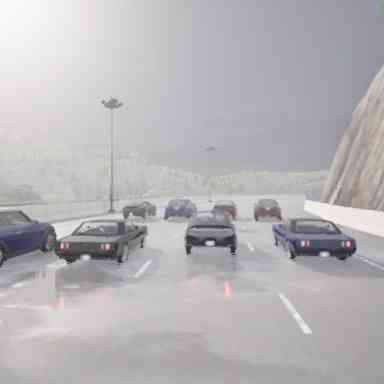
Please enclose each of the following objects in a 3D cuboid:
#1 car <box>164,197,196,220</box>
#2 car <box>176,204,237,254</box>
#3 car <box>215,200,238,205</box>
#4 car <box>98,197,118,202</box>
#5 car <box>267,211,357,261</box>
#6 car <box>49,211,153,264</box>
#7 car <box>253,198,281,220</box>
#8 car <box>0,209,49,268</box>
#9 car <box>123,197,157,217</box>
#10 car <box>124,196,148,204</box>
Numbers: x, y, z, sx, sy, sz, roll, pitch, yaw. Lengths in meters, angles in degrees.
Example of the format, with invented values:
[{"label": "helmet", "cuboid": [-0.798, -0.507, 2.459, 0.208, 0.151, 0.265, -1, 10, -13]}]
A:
[{"label": "car", "cuboid": [-0.849, 1.308, 27.892, 2.097, 1.767, 4.553, 0, 0, 9]}, {"label": "car", "cuboid": [0.793, 1.473, 13.403, 2.128, 1.511, 4.902, 0, 0, 5]}, {"label": "car", "cuboid": [3.012, 1.439, 29.660, 1.882, 1.535, 5.008, 0, 0, 10]}, {"label": "car", "cuboid": [-14.914, 1.406, 58.856, 1.812, 1.442, 4.674, 0, 0, 18]}, {"label": "car", "cuboid": [4.187, 1.591, 12.266, 1.895, 1.301, 4.718, 0, 0, 5]}, {"label": "car", "cuboid": [-2.869, 1.577, 11.717, 1.895, 1.301, 4.718, 0, 0, 4]}, {"label": "car", "cuboid": [6.245, 1.323, 27.838, 2.097, 1.767, 4.553, 0, 0, 10]}, {"label": "car", "cuboid": [-6.393, 1.322, 11.034, 2.097, 1.767, 4.553, 0, 0, 4]}, {"label": "car", "cuboid": [-4.345, 1.453, 28.257, 1.837, 1.490, 4.892, 0, 0, 9]}, {"label": "car", "cuboid": [-10.331, 1.433, 61.422, 2.033, 1.411, 5.357, 0, 0, 20]}]
